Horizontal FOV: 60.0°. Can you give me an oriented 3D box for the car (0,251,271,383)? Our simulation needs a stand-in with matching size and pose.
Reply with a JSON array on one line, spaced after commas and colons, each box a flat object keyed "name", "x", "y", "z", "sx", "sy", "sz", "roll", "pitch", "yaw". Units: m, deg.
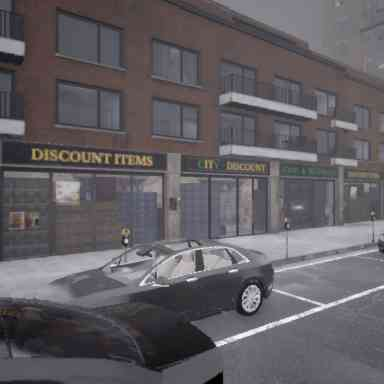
[{"name": "car", "x": -2.056, "y": 1.478, "z": 1.600, "sx": 5.008, "sy": 1.535, "sz": 1.882, "roll": 0, "pitch": 0, "yaw": -36}]

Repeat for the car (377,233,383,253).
[{"name": "car", "x": 8.559, "y": 1.582, "z": 12.315, "sx": 4.206, "sy": 1.307, "sz": 1.802, "roll": 0, "pitch": 0, "yaw": -36}]

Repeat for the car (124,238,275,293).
[{"name": "car", "x": -0.418, "y": 1.551, "z": 5.893, "sx": 4.403, "sy": 1.369, "sz": 2.008, "roll": 0, "pitch": 0, "yaw": -36}]
